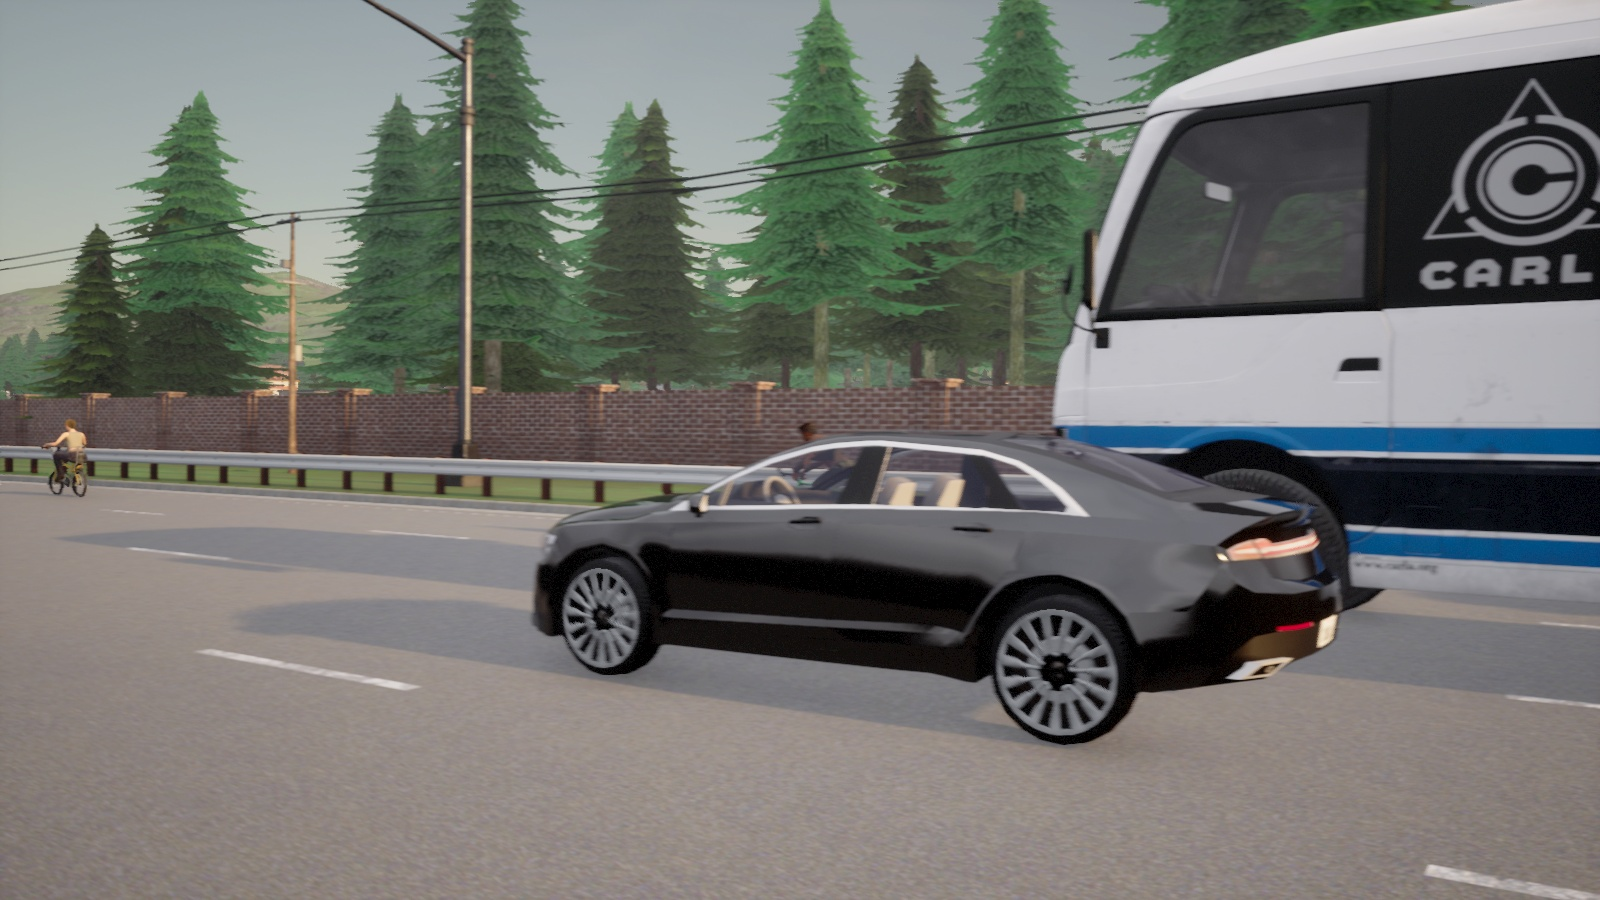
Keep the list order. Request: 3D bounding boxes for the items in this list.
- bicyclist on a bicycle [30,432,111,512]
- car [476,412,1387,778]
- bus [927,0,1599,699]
[{"bbox_3d":[-15.144,0.441,26.065,1.509,1.612,0.866,0,1,34],"label":"bicyclist on a bicycle"},{"bbox_3d":[0.614,0.582,7.405,4.902,1.511,2.128,0,1,33],"label":"car"},{"bbox_3d":[6.301,-0.805,7.840,10.273,4.253,3.944,0,1,33],"label":"bus"}]
